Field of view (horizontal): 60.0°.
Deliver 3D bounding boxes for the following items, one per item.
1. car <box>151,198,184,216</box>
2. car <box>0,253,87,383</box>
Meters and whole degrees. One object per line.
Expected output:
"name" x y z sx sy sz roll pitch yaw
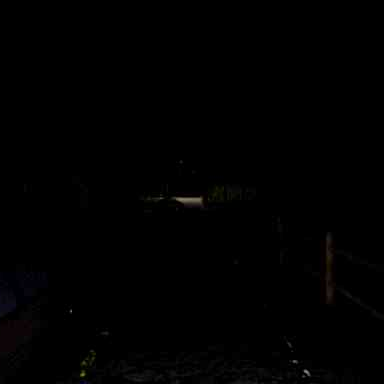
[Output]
"car" -2.398 1.330 31.667 1.882 1.535 5.008 1 0 -25
"car" -2.845 1.531 3.866 2.033 1.411 5.357 0 0 0
